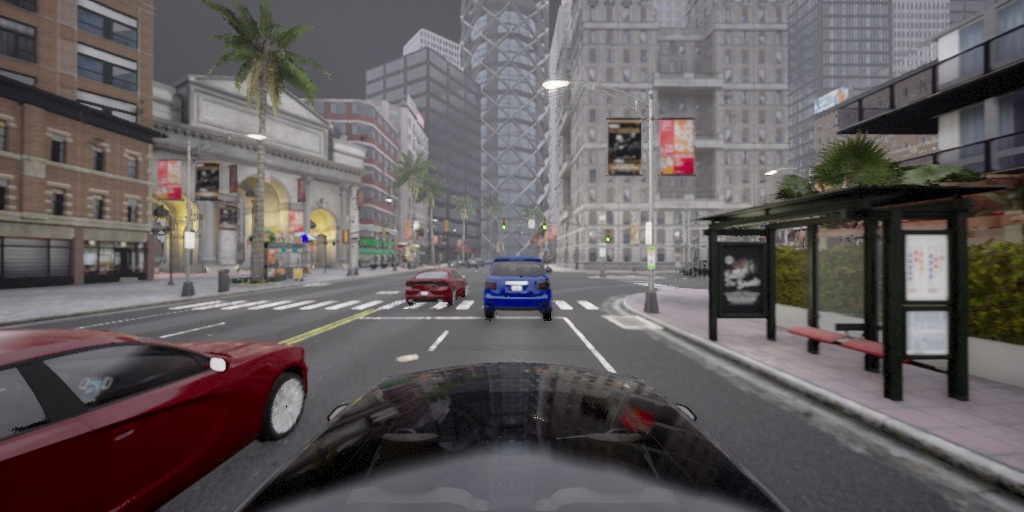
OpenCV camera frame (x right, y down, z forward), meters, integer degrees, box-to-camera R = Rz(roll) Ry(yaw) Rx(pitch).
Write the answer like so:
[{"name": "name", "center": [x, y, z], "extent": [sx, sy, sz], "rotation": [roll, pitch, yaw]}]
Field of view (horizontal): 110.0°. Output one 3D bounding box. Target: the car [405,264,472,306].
[{"name": "car", "center": [-3.253, 1.293, 16.236], "extent": [1.882, 1.535, 5.008], "rotation": [0, 0, 2]}]

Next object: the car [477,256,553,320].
[{"name": "car", "center": [0.300, 1.025, 13.100], "extent": [2.150, 2.045, 5.566], "rotation": [0, 0, 3]}]

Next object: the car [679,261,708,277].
[{"name": "car", "center": [20.214, 1.266, 38.037], "extent": [4.553, 1.767, 2.097], "rotation": [0, 0, 0]}]

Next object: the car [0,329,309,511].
[{"name": "car", "center": [-3.397, 1.231, 2.355], "extent": [1.882, 1.535, 5.008], "rotation": [0, 0, 0]}]
